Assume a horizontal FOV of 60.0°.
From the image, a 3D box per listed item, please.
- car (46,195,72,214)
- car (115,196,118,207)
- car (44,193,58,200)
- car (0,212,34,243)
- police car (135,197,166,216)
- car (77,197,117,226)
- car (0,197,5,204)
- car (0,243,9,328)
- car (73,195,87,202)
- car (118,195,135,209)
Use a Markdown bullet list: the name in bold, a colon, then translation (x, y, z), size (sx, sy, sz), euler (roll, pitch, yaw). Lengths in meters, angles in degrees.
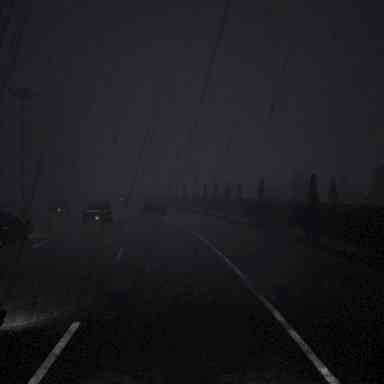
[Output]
- **car**: translation (-12.971, 1.352, 32.717), size (1.837, 1.490, 4.892), euler (0, 0, -19)
- **car**: translation (-10.149, 1.267, 46.827), size (1.837, 1.490, 4.892), euler (0, 0, -26)
- **car**: translation (-31.747, 1.006, 75.296), size (4.892, 1.490, 1.837), euler (0, 0, 44)
- **car**: translation (-8.020, 1.492, 13.179), size (2.033, 1.411, 5.357), euler (0, 0, -8)
- **police car**: translation (-3.713, 1.263, 30.605), size (1.930, 1.638, 5.238), euler (0, 0, -17)
- **car**: translation (-6.400, 1.379, 22.829), size (2.128, 1.511, 4.902), euler (0, 0, -13)
- **car**: translation (-28.690, 1.357, 48.772), size (1.994, 1.385, 4.181), euler (0, 0, -32)
- **car**: translation (-3.560, 1.541, 2.425), size (2.033, 1.411, 5.357), euler (0, 0, -2)
- **car**: translation (-20.968, 1.304, 62.806), size (1.895, 1.301, 4.718), euler (0, 0, -37)
- **car**: translation (-7.415, 1.267, 40.828), size (1.882, 1.535, 5.008), euler (0, 0, -23)
